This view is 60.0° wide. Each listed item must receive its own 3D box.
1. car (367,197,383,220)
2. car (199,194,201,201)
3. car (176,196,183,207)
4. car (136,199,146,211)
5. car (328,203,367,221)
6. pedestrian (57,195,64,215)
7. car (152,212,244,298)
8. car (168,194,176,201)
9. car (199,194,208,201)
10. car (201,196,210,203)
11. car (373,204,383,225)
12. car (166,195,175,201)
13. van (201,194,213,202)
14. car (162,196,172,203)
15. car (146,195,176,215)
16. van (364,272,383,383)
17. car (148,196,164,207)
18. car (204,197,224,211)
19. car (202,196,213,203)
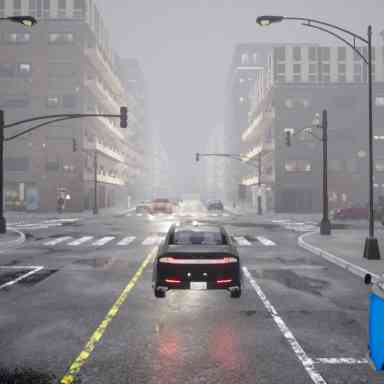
[{"bbox_3d":[15.204,1.294,22.221,5.566,2.045,2.150,0,-1,0],"label":"car"},{"bbox_3d":[2.873,1.552,68.328,1.752,1.417,4.829,1,0,0],"label":"car"},{"bbox_3d":[-2.963,1.566,52.457,2.033,1.411,5.357,0,0,0],"label":"car"},{"bbox_3d":[-5.577,1.539,39.796,1.752,1.417,4.829,1,0,0],"label":"car"},{"bbox_3d":[13.712,1.608,28.104,4.097,1.590,1.967,0,-1,1],"label":"car"},{"bbox_3d":[-12.461,1.217,31.425,0.375,1.860,0.375,0,-1,1],"label":"pedestrian"},{"bbox_3d":[0.122,1.494,8.488,2.128,1.511,4.902,0,0,0],"label":"car"},{"bbox_3d":[-5.450,1.480,90.750,1.967,1.590,4.097,1,0,0],"label":"car"},{"bbox_3d":[2.918,1.352,85.086,2.192,1.841,5.009,1,0,0],"label":"car"},{"bbox_3d":[2.885,1.612,73.801,1.802,1.307,4.206,1,0,0],"label":"car"},{"bbox_3d":[13.587,1.583,19.722,4.313,1.339,1.947,0,-1,1],"label":"car"},{"bbox_3d":[-5.466,1.587,85.107,2.008,1.369,4.403,1,0,0],"label":"car"},{"bbox_3d":[2.847,1.362,56.873,1.690,1.788,3.998,1,0,0],"label":"van"},{"bbox_3d":[-5.494,1.575,73.822,1.887,1.381,4.507,1,0,0],"label":"car"},{"bbox_3d":[-3.017,1.363,33.485,2.097,1.767,4.553,0,0,0],"label":"car"},{"bbox_3d":[2.679,1.342,1.999,1.690,1.788,3.998,1,0,0],"label":"van"},{"bbox_3d":[-5.548,1.459,51.252,1.967,1.590,4.097,1,0,0],"label":"car"},{"bbox_3d":[2.802,1.580,39.946,1.947,1.339,4.313,1,0,0],"label":"car"},{"bbox_3d":[2.816,1.567,45.588,2.008,1.369,4.403,1,0,0],"label":"car"}]
